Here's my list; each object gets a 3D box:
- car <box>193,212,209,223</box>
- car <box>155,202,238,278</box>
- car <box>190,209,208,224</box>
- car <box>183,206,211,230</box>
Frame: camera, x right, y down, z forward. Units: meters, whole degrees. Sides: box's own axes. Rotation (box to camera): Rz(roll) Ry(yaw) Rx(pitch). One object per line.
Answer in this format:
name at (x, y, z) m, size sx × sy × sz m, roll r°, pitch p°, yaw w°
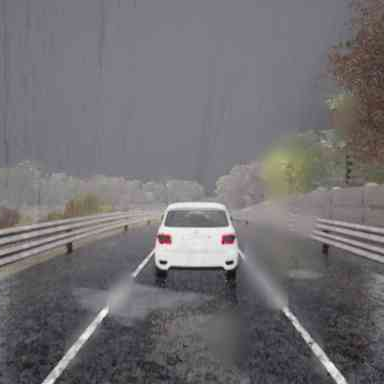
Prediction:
car at (1.315, 3.554, 46.946) m, size 2.033 × 1.411 × 5.357 m, roll 0°, pitch -4°, yaw 4°
car at (0.145, 1.339, 10.592) m, size 2.150 × 2.045 × 5.566 m, roll 0°, pitch -1°, yaw 1°
car at (0.841, 2.786, 37.332) m, size 1.882 × 1.535 × 5.008 m, roll 0°, pitch -4°, yaw 2°
car at (0.411, 2.020, 26.559) m, size 2.097 × 1.767 × 4.553 m, roll 0°, pitch -3°, yaw 1°
